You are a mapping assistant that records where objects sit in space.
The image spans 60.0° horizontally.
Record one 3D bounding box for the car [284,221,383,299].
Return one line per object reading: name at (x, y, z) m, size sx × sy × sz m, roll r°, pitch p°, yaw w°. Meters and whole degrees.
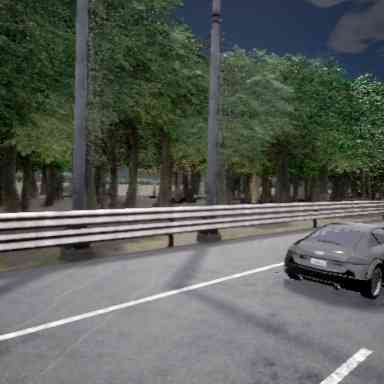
car at (4.131, 1.448, 8.326) m, size 4.181 × 1.385 × 1.994 m, roll 0°, pitch 2°, yaw -43°
